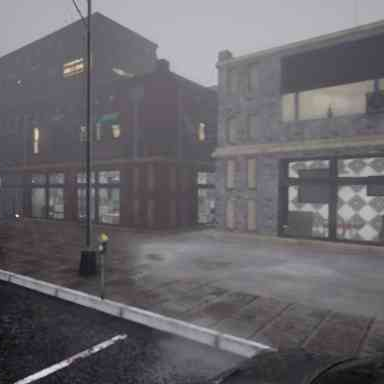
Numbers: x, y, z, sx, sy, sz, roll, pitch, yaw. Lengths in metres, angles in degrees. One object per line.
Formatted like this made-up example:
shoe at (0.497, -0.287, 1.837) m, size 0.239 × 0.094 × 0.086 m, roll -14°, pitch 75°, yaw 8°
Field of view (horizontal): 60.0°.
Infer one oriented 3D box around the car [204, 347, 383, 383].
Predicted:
car at (1.819, 1.567, 1.572) m, size 4.313 × 1.339 × 1.947 m, roll 0°, pitch 0°, yaw 36°
